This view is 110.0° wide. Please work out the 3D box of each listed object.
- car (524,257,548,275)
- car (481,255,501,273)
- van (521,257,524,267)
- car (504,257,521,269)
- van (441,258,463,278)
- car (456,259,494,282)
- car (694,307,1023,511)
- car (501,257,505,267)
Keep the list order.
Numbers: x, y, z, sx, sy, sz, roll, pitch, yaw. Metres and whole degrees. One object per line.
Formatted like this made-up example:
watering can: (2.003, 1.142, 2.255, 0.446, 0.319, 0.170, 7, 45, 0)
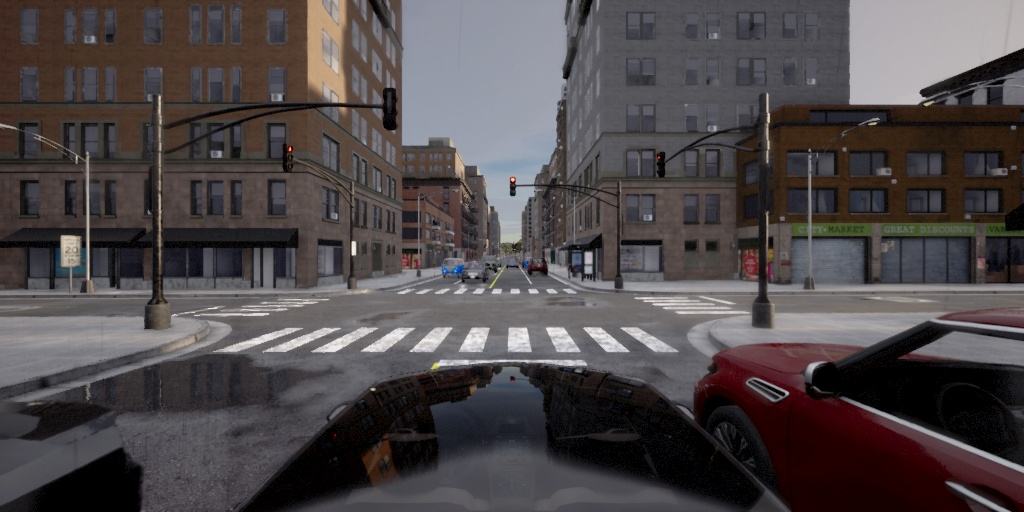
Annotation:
car: (2.723, 1.058, 38.517, 2.192, 1.841, 5.009, 0, 0, 0)
car: (-2.827, 0.954, 43.123, 2.150, 2.045, 5.566, 0, 1, 0)
van: (2.716, 1.080, 54.736, 1.690, 1.789, 3.998, 0, 0, 0)
car: (0.081, 1.302, 57.942, 1.994, 1.385, 4.181, 0, 0, 1)
van: (-5.392, 1.085, 33.113, 1.690, 1.789, 3.998, 0, 0, 0)
car: (-2.838, 1.237, 28.368, 2.128, 1.511, 4.902, 0, 0, 0)
car: (2.637, 1.065, 1.146, 2.192, 1.841, 5.009, 0, 0, 0)
car: (-2.720, 1.292, 62.490, 2.033, 1.411, 5.357, 0, 0, 0)
